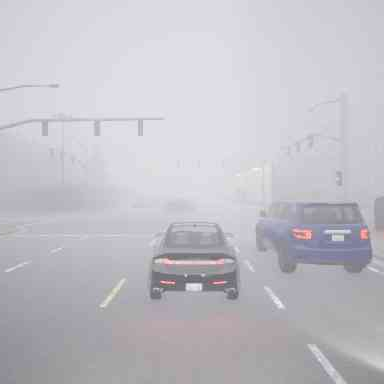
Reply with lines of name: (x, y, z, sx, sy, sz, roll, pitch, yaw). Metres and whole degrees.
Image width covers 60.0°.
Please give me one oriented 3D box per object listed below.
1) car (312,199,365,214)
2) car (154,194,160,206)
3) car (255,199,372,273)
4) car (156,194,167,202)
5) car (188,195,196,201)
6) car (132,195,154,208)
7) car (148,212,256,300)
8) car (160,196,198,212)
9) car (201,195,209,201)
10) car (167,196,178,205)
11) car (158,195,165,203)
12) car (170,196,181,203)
car: (15.586, 1.560, 35.628, 4.892, 1.490, 1.837, 0, 0, 0)
car: (-7.079, 1.352, 56.092, 2.097, 1.767, 4.553, 0, 0, 0)
car: (3.572, 1.221, 10.834, 2.150, 2.045, 5.566, 0, 0, 0)
car: (-6.992, 1.355, 76.460, 2.097, 1.767, 4.553, 0, 0, 0)
car: (0.009, 1.552, 88.826, 1.994, 1.385, 4.181, 0, 0, 0)
car: (-7.140, 1.352, 47.268, 2.097, 1.767, 4.553, 0, 0, 2)
car: (0.058, 1.492, 8.391, 2.128, 1.511, 4.902, 0, 0, 0)
car: (-1.131, 1.515, 37.167, 2.128, 1.511, 4.902, 0, 0, 25)
car: (3.509, 1.525, 88.823, 2.128, 1.511, 4.902, 0, 0, 0)
car: (-3.562, 1.505, 61.480, 1.837, 1.490, 4.892, 0, 0, 1)
car: (-3.581, 1.547, 51.885, 2.033, 1.411, 5.357, 0, 0, 0)
car: (-3.493, 1.540, 71.880, 2.033, 1.411, 5.357, 0, 0, 0)
